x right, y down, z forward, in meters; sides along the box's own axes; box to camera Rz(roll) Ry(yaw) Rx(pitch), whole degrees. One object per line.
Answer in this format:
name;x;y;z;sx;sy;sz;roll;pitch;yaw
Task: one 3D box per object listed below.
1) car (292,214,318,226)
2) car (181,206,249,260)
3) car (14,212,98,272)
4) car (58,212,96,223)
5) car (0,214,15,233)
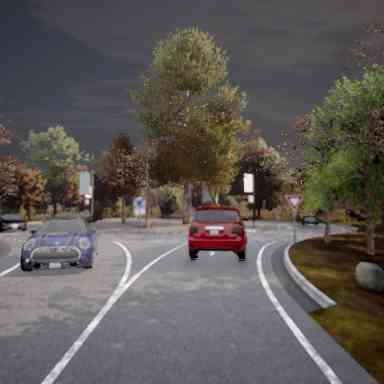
car;13.419;3.240;39.620;2.128;1.511;4.902;0;-3;1
car;1.243;1.653;14.376;2.150;2.045;5.566;-1;-3;10
car;-4.546;1.674;12.014;2.097;1.767;4.553;0;-3;-13
car;-16.680;3.666;48.431;2.128;1.511;4.902;-3;-3;38
car;-15.690;2.665;28.594;2.128;1.511;4.902;2;-4;-38
